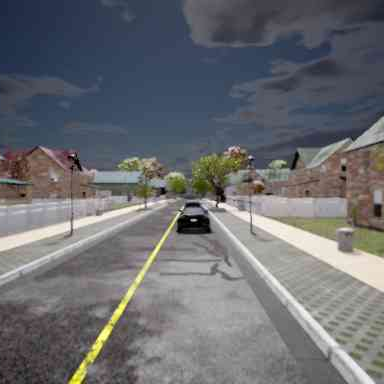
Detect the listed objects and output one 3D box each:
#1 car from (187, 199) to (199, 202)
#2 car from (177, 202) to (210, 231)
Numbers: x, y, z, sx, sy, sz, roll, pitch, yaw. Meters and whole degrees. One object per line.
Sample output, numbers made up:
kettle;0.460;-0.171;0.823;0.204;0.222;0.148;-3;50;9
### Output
car;0.101;1.560;37.880;1.837;1.490;4.892;0;0;0
car;0.101;1.577;20.854;1.994;1.385;4.181;0;0;0
